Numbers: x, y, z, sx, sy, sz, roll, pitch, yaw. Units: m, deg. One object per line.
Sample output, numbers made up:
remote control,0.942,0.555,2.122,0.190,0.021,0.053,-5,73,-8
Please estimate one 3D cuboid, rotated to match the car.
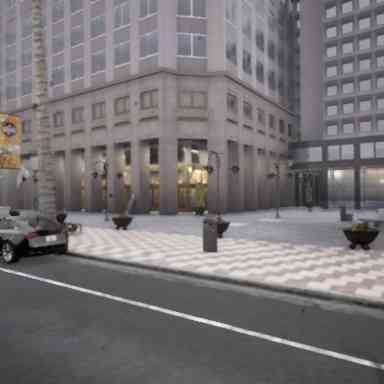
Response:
car,-6.642,1.630,12.483,4.786,1.482,2.161,-1,0,35
